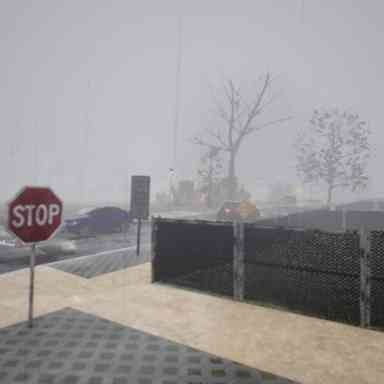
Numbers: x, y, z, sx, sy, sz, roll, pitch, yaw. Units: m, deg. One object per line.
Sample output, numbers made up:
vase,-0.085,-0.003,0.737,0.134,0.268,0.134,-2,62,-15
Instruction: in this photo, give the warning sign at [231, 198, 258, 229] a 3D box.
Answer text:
warning sign,3.424,1.388,21.724,1.300,1.860,1.060,4,3,33

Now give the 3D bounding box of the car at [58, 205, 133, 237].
car,-5.230,1.457,18.265,1.812,1.442,4.674,4,2,33

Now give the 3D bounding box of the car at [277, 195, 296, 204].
car,13.333,1.155,46.679,1.837,1.490,4.892,4,2,33

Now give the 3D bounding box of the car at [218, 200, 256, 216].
car,4.579,1.562,33.403,1.895,1.301,4.718,4,2,33

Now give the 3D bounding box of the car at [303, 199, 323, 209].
car,17.634,1.708,48.151,1.812,1.442,4.674,4,2,33

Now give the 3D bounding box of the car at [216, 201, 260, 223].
car,3.830,1.483,26.826,2.097,1.767,4.553,4,2,33
